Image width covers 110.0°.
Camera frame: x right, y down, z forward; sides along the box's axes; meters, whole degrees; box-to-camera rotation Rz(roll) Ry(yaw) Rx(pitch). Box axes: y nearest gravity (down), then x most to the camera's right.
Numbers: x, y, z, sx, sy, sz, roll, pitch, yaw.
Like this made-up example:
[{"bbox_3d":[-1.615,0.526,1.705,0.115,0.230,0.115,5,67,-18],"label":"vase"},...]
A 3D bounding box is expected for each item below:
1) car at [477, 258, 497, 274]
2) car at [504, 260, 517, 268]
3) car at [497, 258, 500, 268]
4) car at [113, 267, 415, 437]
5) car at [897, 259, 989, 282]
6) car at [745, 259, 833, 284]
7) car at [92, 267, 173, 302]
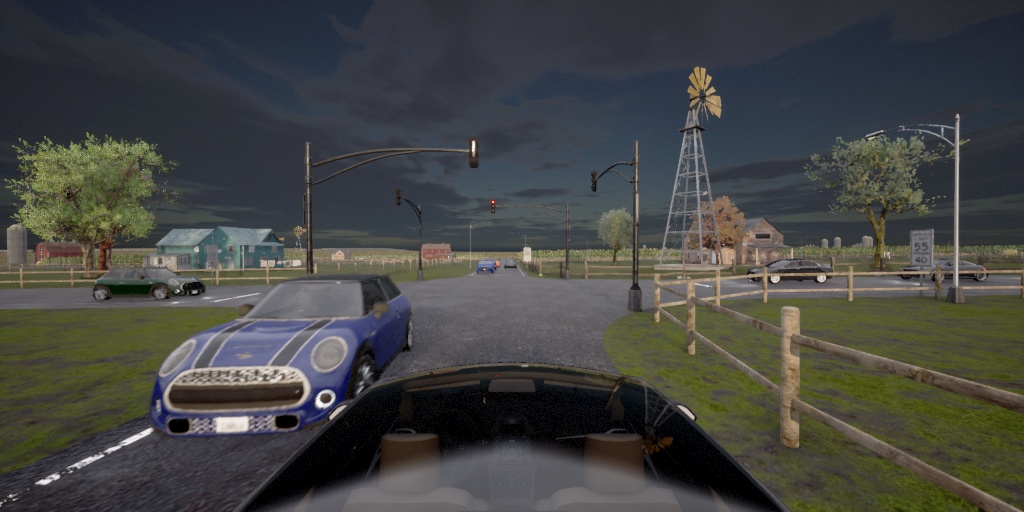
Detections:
[{"bbox_3d":[-3.051,1.222,41.982,1.882,1.535,5.008,0,0,-1],"label":"car"},{"bbox_3d":[-0.231,1.310,58.923,1.994,1.385,4.181,0,0,0],"label":"car"},{"bbox_3d":[-3.122,1.293,51.886,2.033,1.411,5.357,0,0,-1],"label":"car"},{"bbox_3d":[-3.001,1.101,5.838,2.097,1.767,4.553,0,0,-5],"label":"car"},{"bbox_3d":[27.542,0.885,23.028,4.181,1.385,1.994,-1,1,0],"label":"car"},{"bbox_3d":[17.684,0.957,22.984,4.892,1.490,1.837,-1,1,0],"label":"car"},{"bbox_3d":[-19.180,1.373,19.107,4.553,1.767,2.097,-1,1,0],"label":"car"}]
